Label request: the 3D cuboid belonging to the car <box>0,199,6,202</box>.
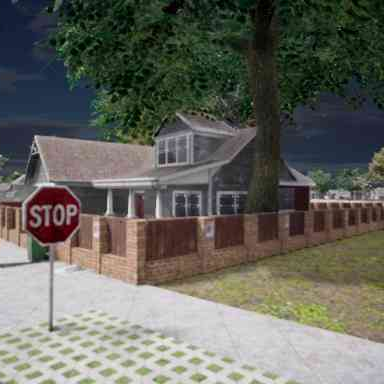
[{"bbox_3d":[-32.404,1.940,55.880,1.994,1.385,4.181,0,-1,-3],"label":"car"}]
